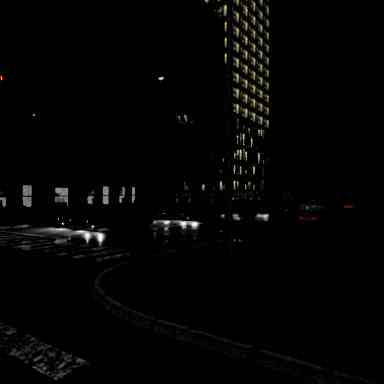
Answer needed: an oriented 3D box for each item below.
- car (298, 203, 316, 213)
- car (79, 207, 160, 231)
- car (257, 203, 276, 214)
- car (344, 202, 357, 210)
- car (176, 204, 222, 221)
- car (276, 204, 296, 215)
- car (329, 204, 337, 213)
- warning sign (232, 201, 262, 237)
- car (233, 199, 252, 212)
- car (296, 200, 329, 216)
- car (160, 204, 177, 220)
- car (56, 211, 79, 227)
[{"bbox_3d":[19.019,2.554,54.785,1.812,1.442,4.674,0,-1,33],"label":"car"},{"bbox_3d":[-4.940,1.874,23.622,2.033,1.411,5.357,0,-1,33],"label":"car"},{"bbox_3d":[10.964,2.344,48.328,2.128,1.511,4.902,0,-1,33],"label":"car"},{"bbox_3d":[31.303,2.789,65.816,1.882,1.535,5.008,0,-1,33],"label":"car"},{"bbox_3d":[1.049,2.073,32.963,2.033,1.411,5.357,0,-1,33],"label":"car"},{"bbox_3d":[13.730,2.418,46.440,1.994,1.385,4.181,0,-1,33],"label":"car"},{"bbox_3d":[21.755,2.596,53.030,1.994,1.385,4.181,0,-1,33],"label":"car"},{"bbox_3d":[3.068,1.454,18.571,1.300,1.860,1.060,1,1,33],"label":"warning sign"},{"bbox_3d":[6.799,2.016,47.888,2.150,2.045,5.566,0,0,33],"label":"car"},{"bbox_3d":[16.032,2.065,44.041,2.150,2.045,5.566,0,-1,35],"label":"car"},{"bbox_3d":[-1.932,2.020,34.332,1.837,1.490,4.892,0,-1,33],"label":"car"},{"bbox_3d":[-7.597,1.873,25.500,2.033,1.411,5.357,0,-1,33],"label":"car"}]
